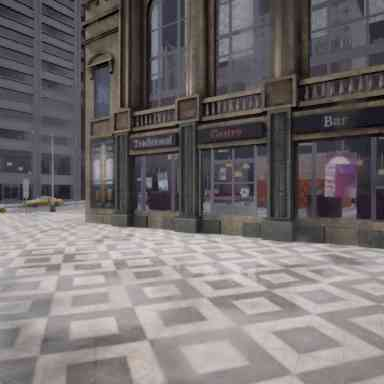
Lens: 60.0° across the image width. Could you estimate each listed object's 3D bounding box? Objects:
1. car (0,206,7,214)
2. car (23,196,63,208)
[{"bbox_3d":[-18.097,1.342,27.718,1.752,1.417,4.829,1,2,36],"label":"car"},{"bbox_3d":[-18.577,1.145,41.619,1.752,1.417,4.829,1,2,36],"label":"car"}]
